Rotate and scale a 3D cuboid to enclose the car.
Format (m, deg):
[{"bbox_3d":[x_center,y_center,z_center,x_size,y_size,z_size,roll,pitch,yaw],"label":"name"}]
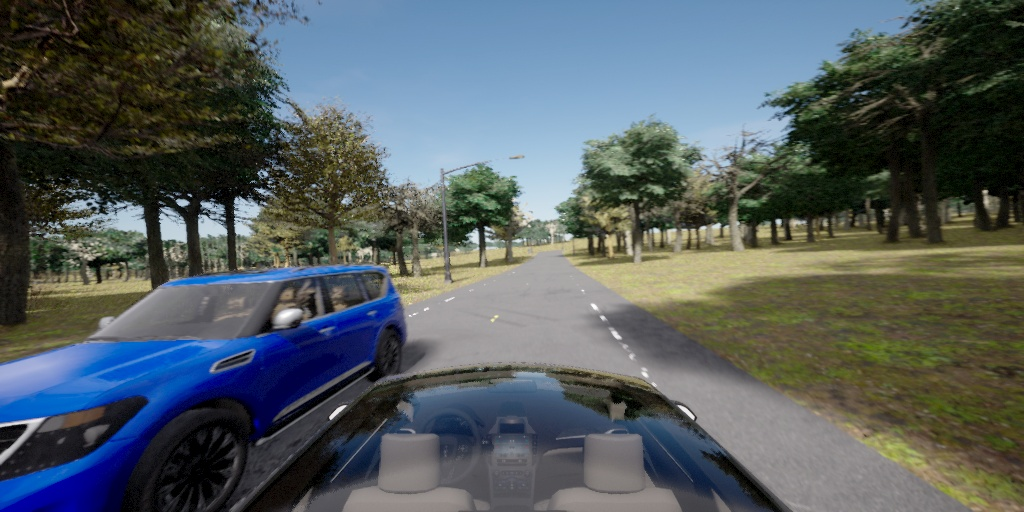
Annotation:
[{"bbox_3d":[-3.305,1.181,4.696,2.150,2.045,5.566,-3,0,7],"label":"car"}]
